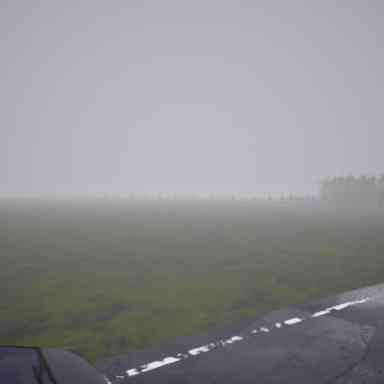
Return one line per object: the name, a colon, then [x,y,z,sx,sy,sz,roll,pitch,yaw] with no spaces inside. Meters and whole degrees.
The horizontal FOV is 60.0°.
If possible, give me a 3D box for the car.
car: [-2.237,1.555,1.264,4.181,1.385,1.994,0,0,-35]
